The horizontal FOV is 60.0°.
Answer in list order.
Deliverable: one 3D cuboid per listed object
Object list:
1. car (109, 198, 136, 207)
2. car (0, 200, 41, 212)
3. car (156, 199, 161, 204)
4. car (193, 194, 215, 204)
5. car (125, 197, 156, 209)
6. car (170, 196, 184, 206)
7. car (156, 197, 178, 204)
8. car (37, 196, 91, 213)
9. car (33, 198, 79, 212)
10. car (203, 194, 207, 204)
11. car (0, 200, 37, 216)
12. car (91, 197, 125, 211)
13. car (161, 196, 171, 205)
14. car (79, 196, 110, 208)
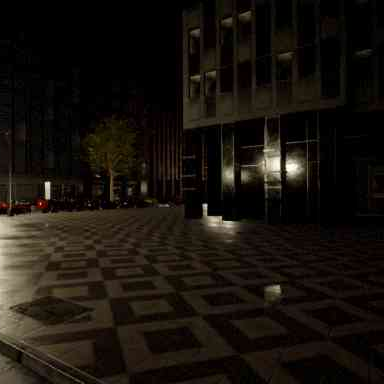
[{"bbox_3d":[-11.165,1.615,53.965,1.802,1.307,4.206,-1,0,35],"label":"car"},{"bbox_3d":[-20.795,1.644,40.055,1.947,1.339,4.313,-1,0,35],"label":"car"},{"bbox_3d":[-8.052,1.546,58.461,1.752,1.417,4.829,-1,0,35],"label":"car"},{"bbox_3d":[2.339,1.285,63.028,2.097,1.767,4.553,-1,0,35],"label":"car"},{"bbox_3d":[-7.370,1.510,44.471,1.947,1.339,4.313,-1,0,35],"label":"car"},{"bbox_3d":[-0.951,1.464,53.744,1.887,1.381,4.507,-1,0,35],"label":"car"},{"bbox_3d":[-4.745,1.576,63.238,1.947,1.339,4.313,-1,0,35],"label":"car"},{"bbox_3d":[-13.790,1.292,35.201,2.192,1.841,5.009,-1,0,35],"label":"car"},{"bbox_3d":[-16.703,1.513,41.125,1.882,1.535,5.008,-1,0,35],"label":"car"},{"bbox_3d":[2.258,1.224,58.381,2.192,1.841,5.009,-1,0,35],"label":"car"},{"bbox_3d":[-16.998,1.577,30.563,1.802,1.307,4.206,-1,0,35],"label":"car"},{"bbox_3d":[-10.579,1.526,39.836,1.947,1.339,4.313,-1,0,35],"label":"car"},{"bbox_3d":[-3.828,1.490,59.562,1.837,1.490,4.892,-1,-1,35],"label":"car"},{"bbox_3d":[-14.377,1.486,49.328,1.967,1.590,4.097,-1,0,35],"label":"car"}]
